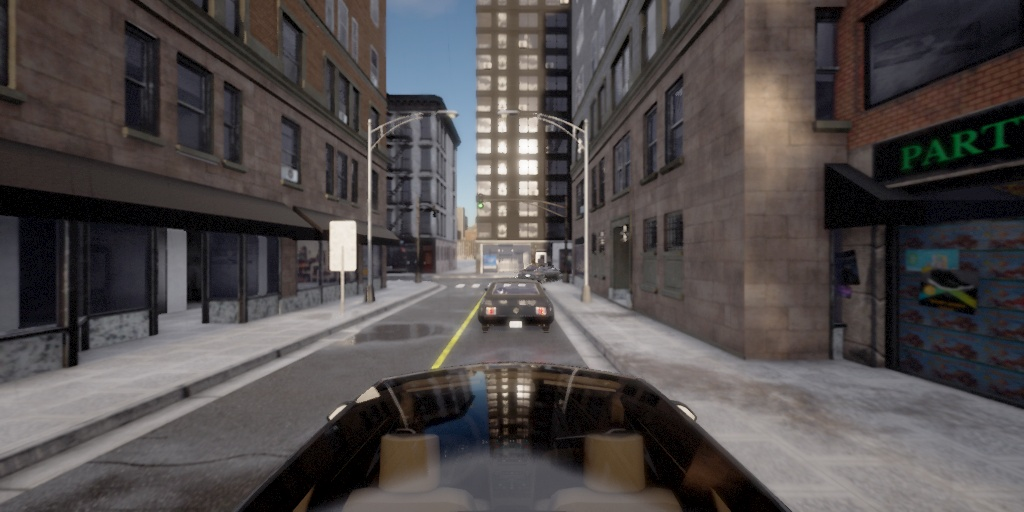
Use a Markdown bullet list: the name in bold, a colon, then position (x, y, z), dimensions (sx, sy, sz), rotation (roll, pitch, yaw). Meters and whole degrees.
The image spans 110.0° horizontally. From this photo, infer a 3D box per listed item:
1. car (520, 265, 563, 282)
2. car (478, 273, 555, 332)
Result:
- **car**: position (2.194, 1.350, 26.676), dimensions (1.994, 1.385, 4.181), rotation (0, 0, 32)
- **car**: position (0.098, 1.361, 10.862), dimensions (1.895, 1.301, 4.718), rotation (0, 0, 0)
